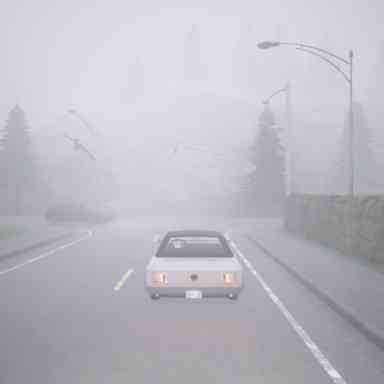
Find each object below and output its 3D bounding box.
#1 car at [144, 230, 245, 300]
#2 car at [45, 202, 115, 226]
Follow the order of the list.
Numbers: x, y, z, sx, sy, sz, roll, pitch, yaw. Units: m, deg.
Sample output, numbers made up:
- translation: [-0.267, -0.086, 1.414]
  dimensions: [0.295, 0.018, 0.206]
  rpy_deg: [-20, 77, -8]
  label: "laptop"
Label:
- translation: [0.058, 1.601, 8.353]
  dimensions: [1.895, 1.301, 4.718]
  rpy_deg: [0, 0, 0]
  label: "car"
- translation: [-7.803, 1.507, 23.306]
  dimensions: [4.892, 1.490, 1.837]
  rpy_deg: [-1, -1, 12]
  label: "car"
